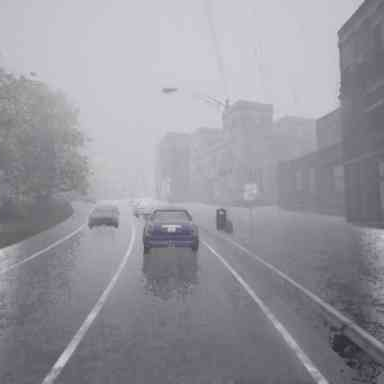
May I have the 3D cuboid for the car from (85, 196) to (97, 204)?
[{"bbox_3d":[-18.630,1.459,61.043,1.994,1.385,4.181,2,0,-19],"label":"car"}]

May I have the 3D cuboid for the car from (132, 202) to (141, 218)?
[{"bbox_3d":[-4.602,1.640,31.932,1.812,1.442,4.674,1,0,-16],"label":"car"}]

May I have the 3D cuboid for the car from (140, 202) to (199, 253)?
[{"bbox_3d":[-0.997,1.396,14.180,2.097,1.767,4.553,0,0,-7],"label":"car"}]

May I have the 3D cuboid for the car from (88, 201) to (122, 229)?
[{"bbox_3d":[-5.678,1.581,22.024,2.033,1.411,5.357,1,0,-11],"label":"car"}]
